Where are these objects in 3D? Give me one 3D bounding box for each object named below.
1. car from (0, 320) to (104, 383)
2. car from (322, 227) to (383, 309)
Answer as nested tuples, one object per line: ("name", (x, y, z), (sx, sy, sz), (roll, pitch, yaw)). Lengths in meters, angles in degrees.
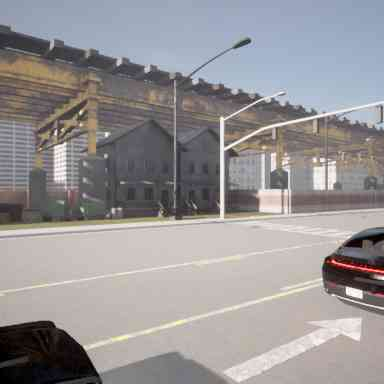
("car", (-2.814, 1.601, 1.743), (4.718, 1.301, 1.895), (0, 0, -35))
("car", (4.801, 1.505, 7.184), (4.892, 1.490, 1.837), (0, 0, -35))
